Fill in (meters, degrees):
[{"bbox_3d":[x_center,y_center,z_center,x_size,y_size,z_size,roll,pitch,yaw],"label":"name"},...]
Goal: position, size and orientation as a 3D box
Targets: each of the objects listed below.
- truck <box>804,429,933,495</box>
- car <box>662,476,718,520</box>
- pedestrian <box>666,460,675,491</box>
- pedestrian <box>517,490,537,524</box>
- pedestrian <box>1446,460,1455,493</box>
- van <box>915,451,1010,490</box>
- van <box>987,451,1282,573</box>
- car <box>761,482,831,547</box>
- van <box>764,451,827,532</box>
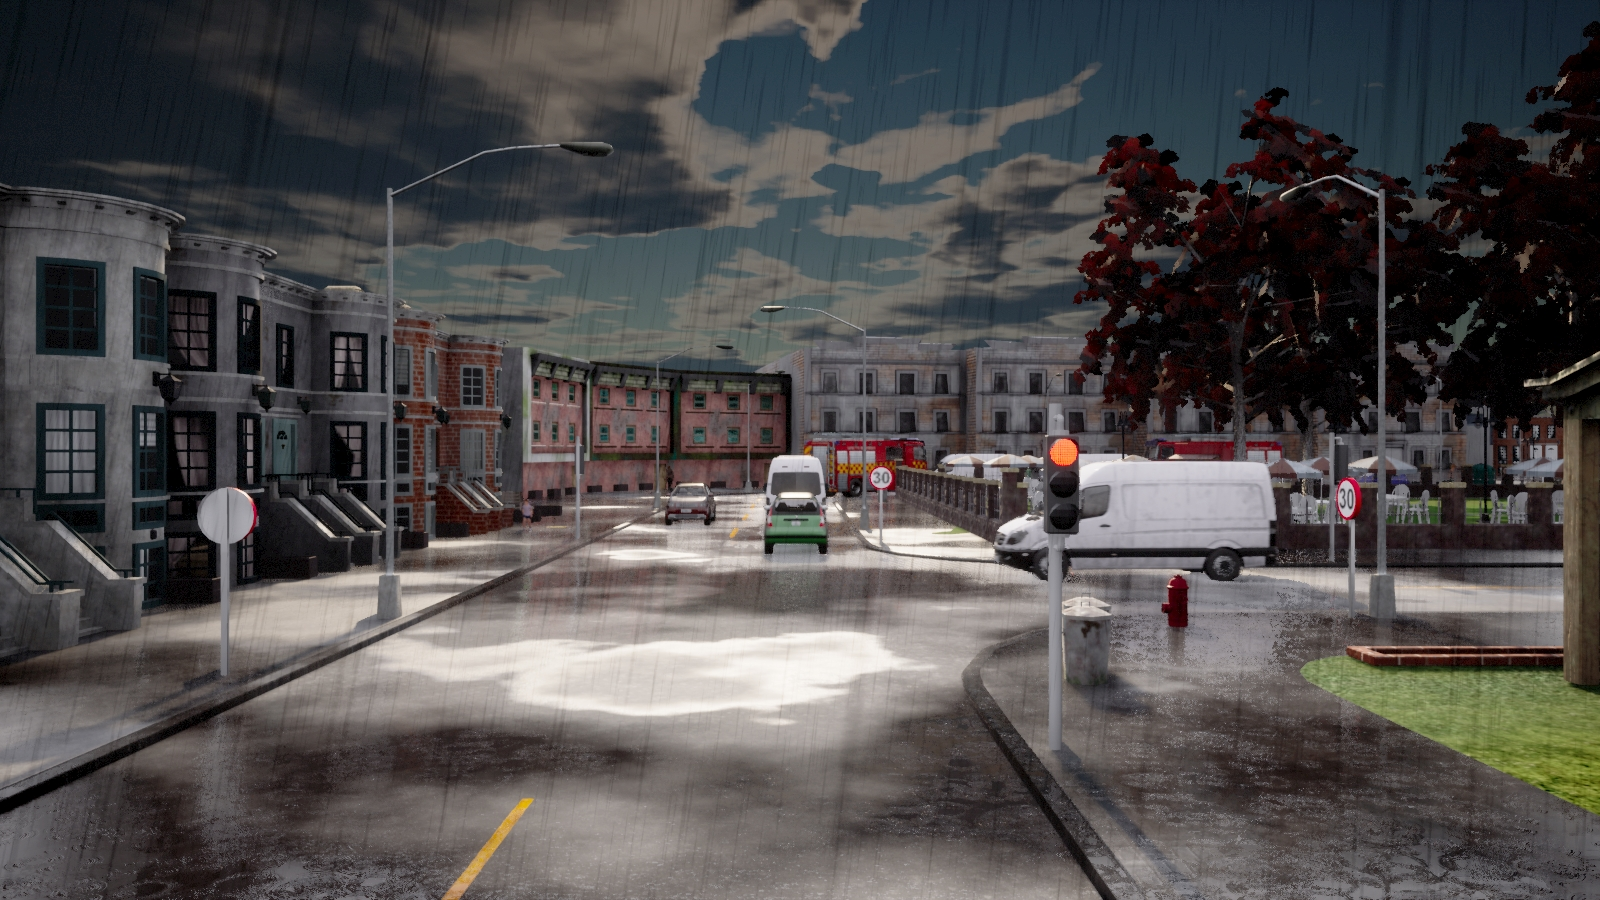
[{"bbox_3d":[4.295,0.672,70.228,8.468,3.827,2.891,0,0,-43],"label":"truck"},{"bbox_3d":[-4.154,1.806,43.645,1.789,1.549,3.705,0,0,0],"label":"car"},{"bbox_3d":[-7.714,1.525,68.153,0.375,1.860,0.375,0,0,28],"label":"pedestrian"},{"bbox_3d":[-9.082,1.904,38.025,0.500,1.100,0.500,0,0,3],"label":"pedestrian"},{"bbox_3d":[37.632,1.524,66.091,0.375,1.860,0.375,0,0,17],"label":"pedestrian"},{"bbox_3d":[10.550,1.314,74.428,5.915,2.561,1.988,0,0,0],"label":"van"},{"bbox_3d":[7.251,1.315,25.186,5.915,2.561,1.988,0,0,0],"label":"van"},{"bbox_3d":[-0.119,1.778,32.372,1.851,1.617,3.988,0,0,0],"label":"car"},{"bbox_3d":[-0.147,1.315,39.074,1.988,2.561,5.915,0,0,0],"label":"van"}]
